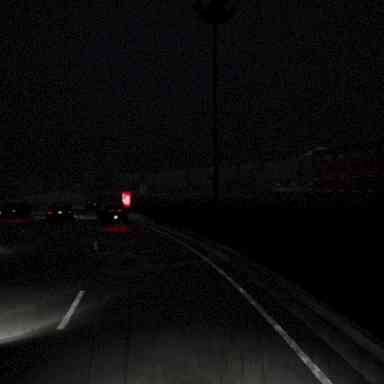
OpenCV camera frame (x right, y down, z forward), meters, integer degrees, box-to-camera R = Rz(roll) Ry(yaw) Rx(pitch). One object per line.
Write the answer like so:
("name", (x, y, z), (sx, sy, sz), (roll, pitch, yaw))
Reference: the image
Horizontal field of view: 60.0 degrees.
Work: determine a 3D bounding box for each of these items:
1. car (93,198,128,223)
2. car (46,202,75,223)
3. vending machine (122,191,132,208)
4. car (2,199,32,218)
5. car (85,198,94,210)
("car", (-5.827, 1.375, 24.073), (1.837, 1.490, 4.892), (0, 1, -20))
("car", (-9.743, 1.429, 24.662), (2.033, 1.411, 5.357), (0, 0, -21))
("vending machine", (-8.117, 0.960, 41.489), (1.100, 2.100, 0.880), (0, 0, -21))
("car", (-15.142, 1.354, 29.010), (1.882, 1.535, 5.008), (0, 0, -20))
("car", (-11.655, 1.357, 39.630), (1.994, 1.385, 4.181), (0, 0, -21))
